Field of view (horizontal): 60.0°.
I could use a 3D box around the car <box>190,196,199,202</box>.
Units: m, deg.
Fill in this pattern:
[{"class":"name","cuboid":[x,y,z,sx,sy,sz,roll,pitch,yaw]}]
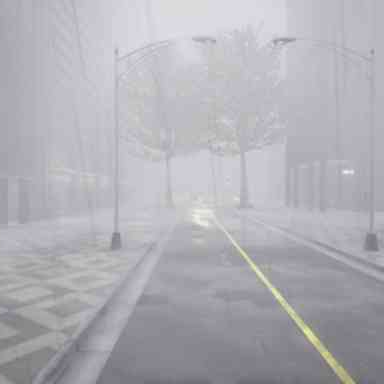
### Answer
[{"class":"car","cuboid":[0.534,1.610,81.043,1.812,1.442,4.674,0,0,0]}]
